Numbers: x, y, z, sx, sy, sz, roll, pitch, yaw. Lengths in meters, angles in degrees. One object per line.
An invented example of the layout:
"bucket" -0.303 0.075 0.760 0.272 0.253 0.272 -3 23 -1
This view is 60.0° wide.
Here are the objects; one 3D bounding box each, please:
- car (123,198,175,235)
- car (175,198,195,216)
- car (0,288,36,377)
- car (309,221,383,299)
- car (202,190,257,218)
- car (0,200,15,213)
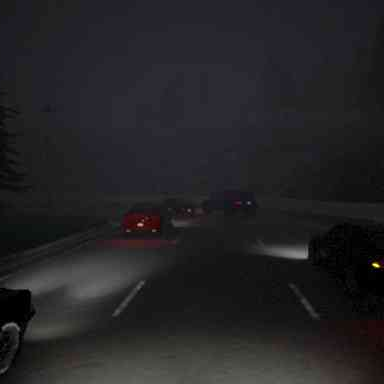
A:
"car" -2.184 1.257 17.214 1.882 1.535 5.008 0 1 2
"car" -1.563 1.181 27.009 1.812 1.442 4.674 0 1 -36
"car" -3.204 1.566 2.516 1.895 1.301 4.718 0 1 3
"car" 4.225 1.424 7.956 1.812 1.442 4.674 0 1 4
"car" 2.939 0.879 26.860 2.150 2.045 5.566 0 0 -27
"car" -18.503 1.217 29.802 4.718 1.301 1.895 0 1 -27
